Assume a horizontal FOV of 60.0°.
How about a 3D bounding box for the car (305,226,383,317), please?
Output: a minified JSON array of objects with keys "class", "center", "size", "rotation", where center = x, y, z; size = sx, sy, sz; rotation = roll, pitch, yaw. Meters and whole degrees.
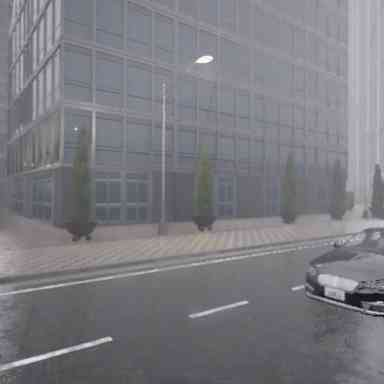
[{"class":"car","center":[4.482,1.546,7.337],"size":[4.902,1.511,2.128],"rotation":[1,0,-37]}]
